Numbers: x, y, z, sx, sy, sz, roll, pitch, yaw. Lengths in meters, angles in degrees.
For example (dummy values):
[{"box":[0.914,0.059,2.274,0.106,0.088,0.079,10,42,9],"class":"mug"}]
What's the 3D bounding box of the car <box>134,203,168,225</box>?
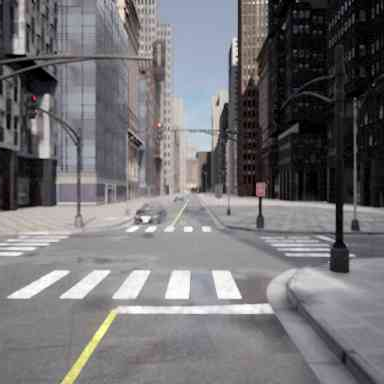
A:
[{"box":[-2.898,1.576,24.310,2.128,1.511,4.902,0,1,4],"class":"car"}]
